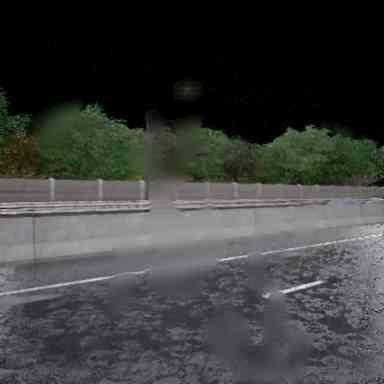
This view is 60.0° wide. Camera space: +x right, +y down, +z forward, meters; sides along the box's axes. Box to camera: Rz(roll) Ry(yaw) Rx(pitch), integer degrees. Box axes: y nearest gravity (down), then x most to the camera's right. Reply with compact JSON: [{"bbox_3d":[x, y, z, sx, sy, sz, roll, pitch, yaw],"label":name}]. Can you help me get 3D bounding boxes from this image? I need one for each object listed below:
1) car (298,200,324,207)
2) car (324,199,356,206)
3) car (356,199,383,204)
[{"bbox_3d":[15.075,1.631,40.494,4.718,1.301,1.895,0,0,-35],"label":"car"},{"bbox_3d":[17.775,1.510,38.116,5.008,1.535,1.882,0,0,-35],"label":"car"},{"bbox_3d":[19.938,1.538,35.361,4.892,1.490,1.837,0,0,-35],"label":"car"}]
